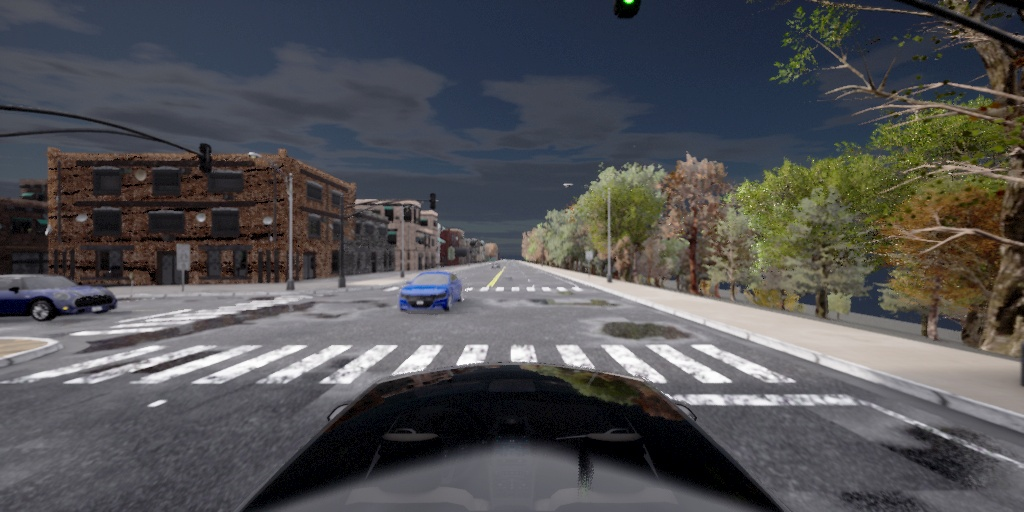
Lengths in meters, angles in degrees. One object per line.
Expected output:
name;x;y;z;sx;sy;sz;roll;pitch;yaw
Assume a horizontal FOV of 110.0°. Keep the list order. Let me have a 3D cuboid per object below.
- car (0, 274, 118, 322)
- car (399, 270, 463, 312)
car;-18.309;1.495;13.831;4.553;1.767;2.097;-1;0;-1
car;-3.245;1.391;15.156;1.882;1.535;5.008;0;0;0
